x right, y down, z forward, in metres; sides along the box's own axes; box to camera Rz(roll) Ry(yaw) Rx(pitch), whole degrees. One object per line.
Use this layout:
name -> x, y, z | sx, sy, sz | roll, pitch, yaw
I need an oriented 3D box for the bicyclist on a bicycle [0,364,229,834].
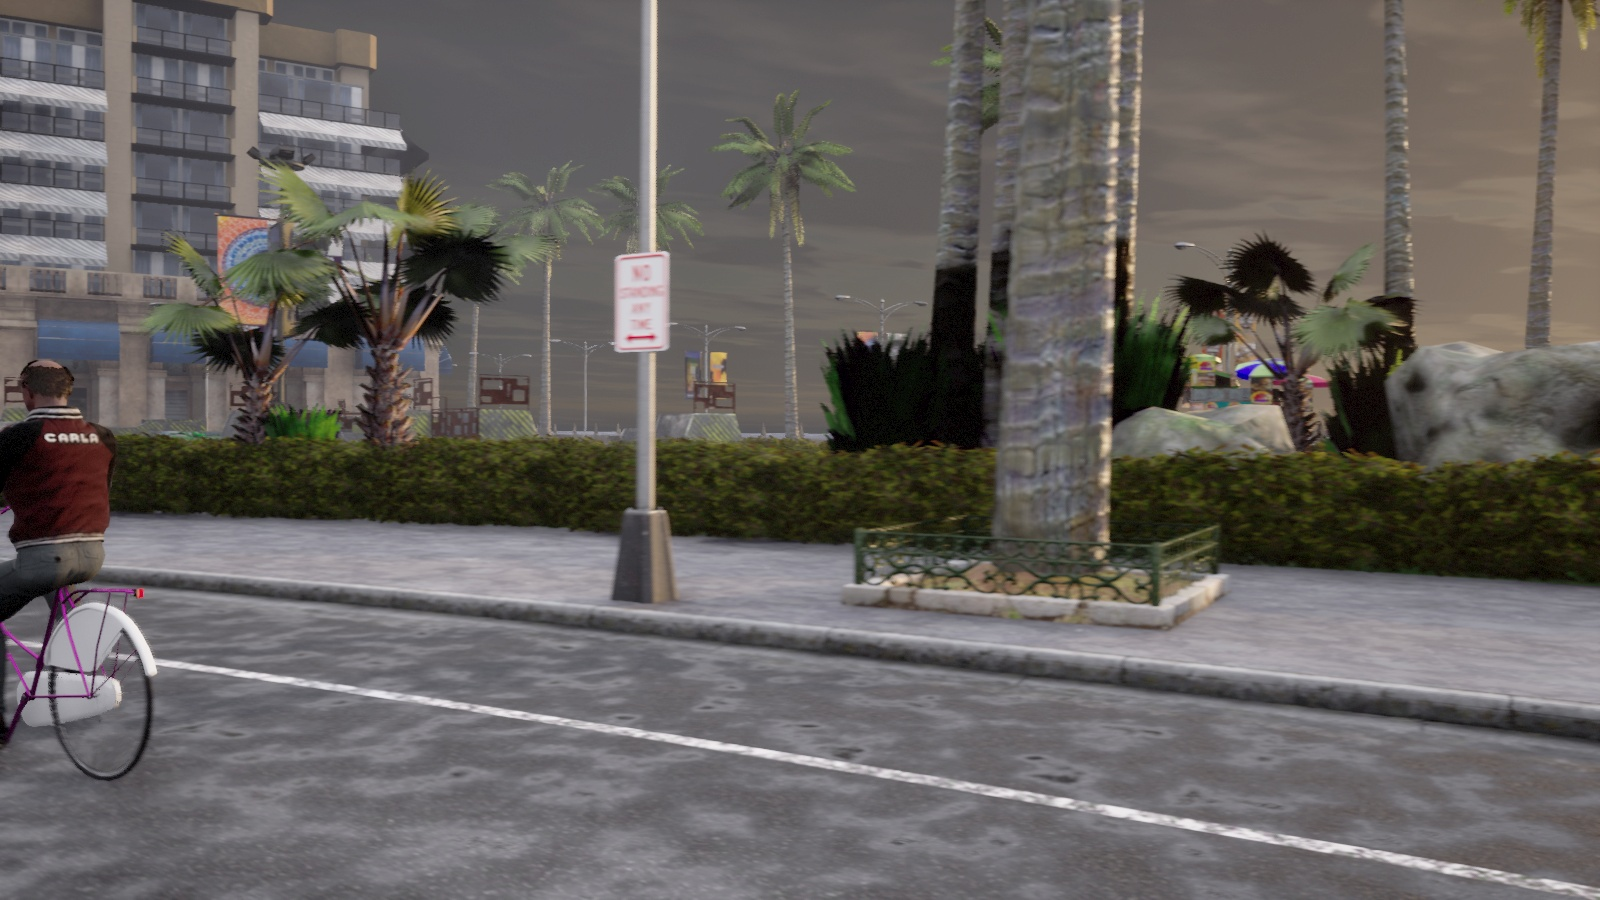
bicyclist on a bicycle -> -3.393, 0.557, 5.476 | 1.843, 1.776, 0.659 | 0, 1, 29
